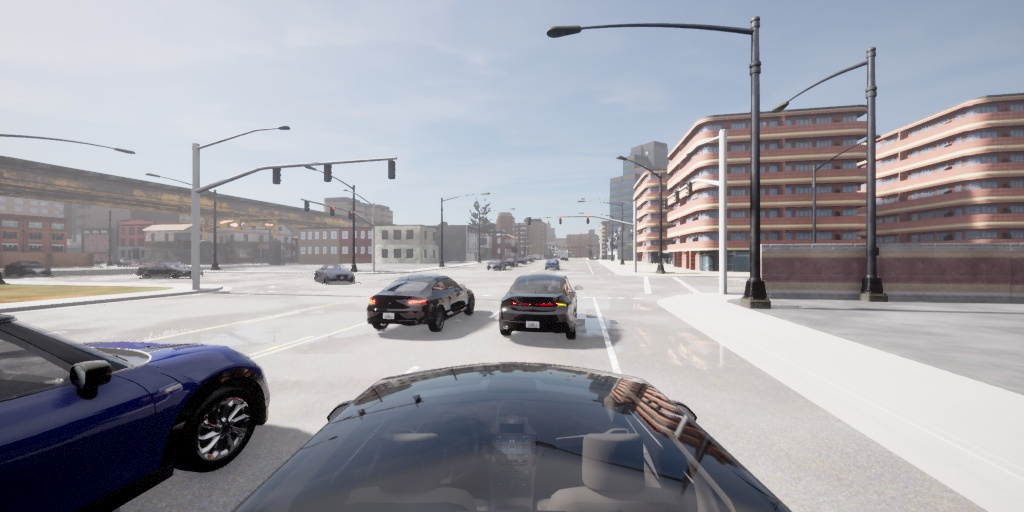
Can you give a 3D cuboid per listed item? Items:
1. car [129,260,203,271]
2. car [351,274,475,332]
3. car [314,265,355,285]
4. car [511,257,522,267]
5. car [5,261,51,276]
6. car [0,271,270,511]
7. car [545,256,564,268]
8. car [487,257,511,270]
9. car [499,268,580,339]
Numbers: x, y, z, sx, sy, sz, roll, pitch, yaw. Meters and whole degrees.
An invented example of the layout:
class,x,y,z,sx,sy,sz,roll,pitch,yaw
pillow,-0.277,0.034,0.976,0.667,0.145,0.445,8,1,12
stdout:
class,x,y,z,sx,sy,sz,roll,pitch,yaw
car,-29.973,1.297,31.437,5.357,1.411,2.033,0,0,10
car,-2.536,1.276,10.873,1.812,1.442,4.674,0,0,11
car,-12.912,1.314,26.101,1.994,1.385,4.181,1,0,-41
car,-0.228,0.957,57.287,1.882,1.535,5.008,0,1,11
car,-47.186,1.242,34.961,4.902,1.511,2.128,0,0,22
car,-3.858,1.102,2.096,2.097,1.767,4.553,0,0,6
car,5.689,1.113,49.928,2.033,1.411,5.357,0,1,11
car,-2.028,1.106,48.010,2.128,1.511,4.902,0,1,11
car,0.909,1.255,10.232,1.837,1.490,4.892,0,0,11
